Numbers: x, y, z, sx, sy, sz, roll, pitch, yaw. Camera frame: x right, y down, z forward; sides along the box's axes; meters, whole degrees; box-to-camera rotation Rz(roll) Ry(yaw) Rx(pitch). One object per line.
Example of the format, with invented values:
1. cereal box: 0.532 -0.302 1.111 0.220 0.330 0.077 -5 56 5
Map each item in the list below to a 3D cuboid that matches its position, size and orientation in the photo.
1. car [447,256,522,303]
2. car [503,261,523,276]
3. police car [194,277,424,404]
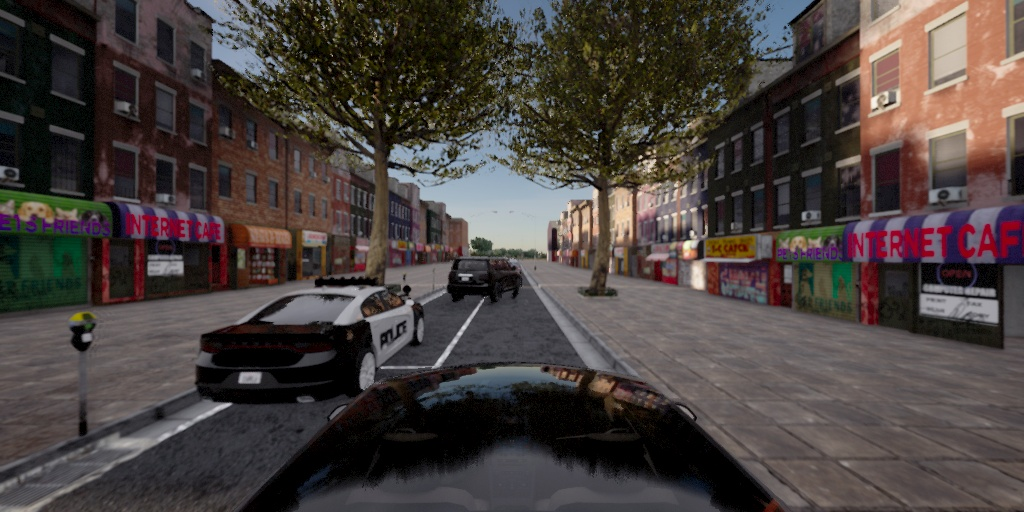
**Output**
1. car: -1.168 1.062 17.610 2.150 2.045 5.566 0 0 17
2. car: 0.113 1.375 40.107 2.033 1.411 5.357 0 0 0
3. police car: -3.006 1.208 6.705 1.930 1.638 5.238 0 0 0
